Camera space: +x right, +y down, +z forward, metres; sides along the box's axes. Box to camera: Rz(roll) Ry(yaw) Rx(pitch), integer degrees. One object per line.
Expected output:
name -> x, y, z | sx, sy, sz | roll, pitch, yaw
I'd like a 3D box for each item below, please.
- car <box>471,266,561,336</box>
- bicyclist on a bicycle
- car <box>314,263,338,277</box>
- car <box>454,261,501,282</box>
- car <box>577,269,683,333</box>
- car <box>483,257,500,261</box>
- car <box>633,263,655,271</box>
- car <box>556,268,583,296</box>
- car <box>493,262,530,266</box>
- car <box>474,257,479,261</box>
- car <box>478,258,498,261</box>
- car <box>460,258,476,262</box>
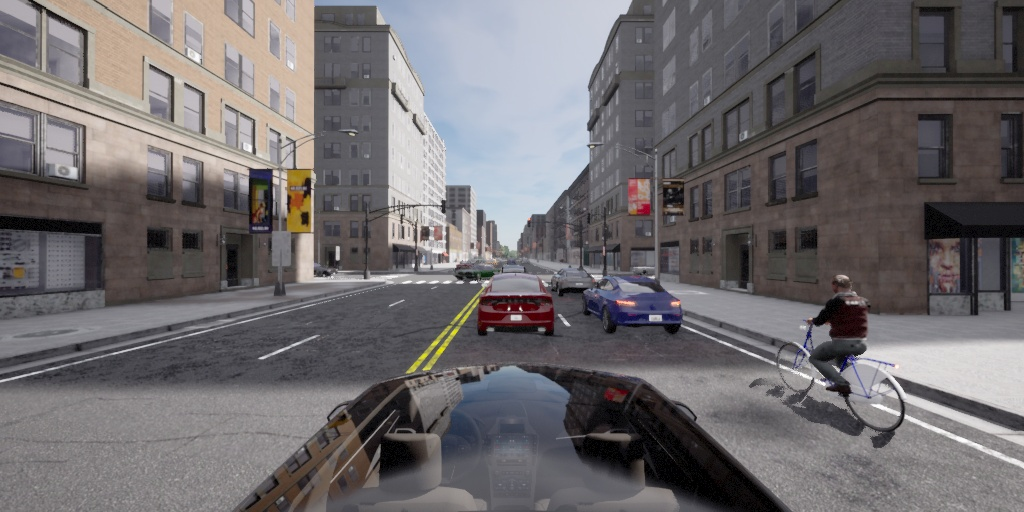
car -> 0.092, 1.229, 10.484 | 1.882, 1.535, 5.008 | 0, 0, 0
bicyclist on a bicycle -> 4.142, 1.121, 4.707 | 0.659, 1.776, 1.843 | 0, 0, 0
car -> -19.679, 1.281, 34.349 | 5.357, 1.411, 2.033 | 0, 0, 0
car -> -2.688, 1.354, 29.052 | 1.895, 1.301, 4.718 | 0, 0, 25
car -> 3.336, 1.277, 10.624 | 1.812, 1.442, 4.674 | 0, 0, 0
car -> -3.401, 1.246, 59.840 | 1.882, 1.535, 5.008 | 0, 0, 0
car -> 15.010, 1.409, 37.209 | 4.718, 1.301, 1.895 | 0, 0, 1
car -> 3.230, 1.317, 19.223 | 1.994, 1.385, 4.181 | 0, 0, 0
car -> 0.080, 1.258, 19.967 | 1.837, 1.490, 4.892 | 0, 0, 0
car -> -6.654, 1.273, 59.498 | 1.837, 1.490, 4.892 | 0, 0, 0
car -> -3.400, 1.367, 50.448 | 1.895, 1.301, 4.718 | 0, 0, 0
car -> -6.661, 1.367, 50.395 | 1.895, 1.301, 4.718 | 0, 0, 0
